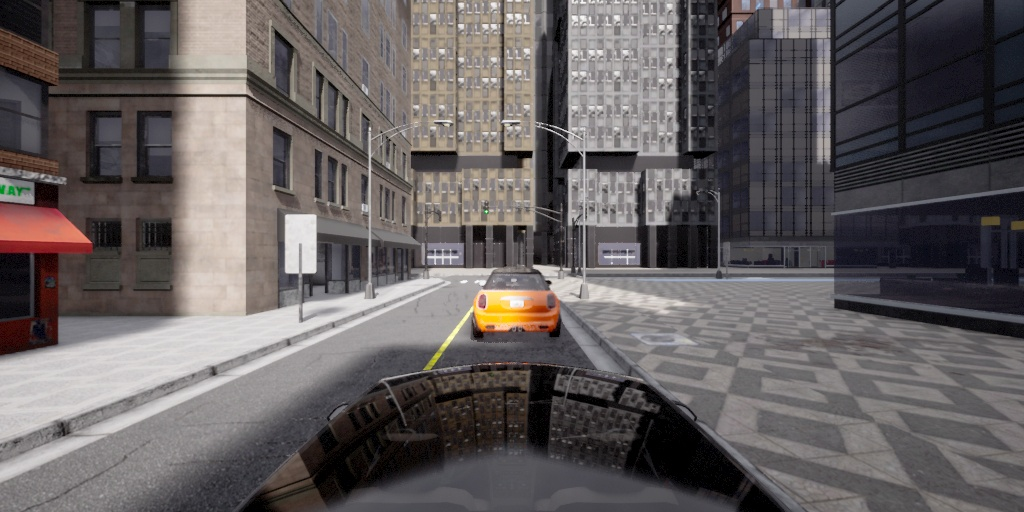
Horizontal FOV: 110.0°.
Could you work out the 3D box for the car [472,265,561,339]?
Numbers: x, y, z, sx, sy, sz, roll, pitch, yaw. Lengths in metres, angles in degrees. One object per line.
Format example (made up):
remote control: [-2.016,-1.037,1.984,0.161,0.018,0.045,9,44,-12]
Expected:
car: [0.103,1.107,10.262,2.097,1.767,4.553,0,0,0]
